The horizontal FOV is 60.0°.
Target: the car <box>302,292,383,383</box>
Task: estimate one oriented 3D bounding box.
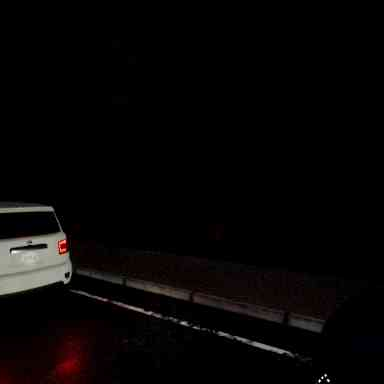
[{"bbox_3d":[3.295,1.222,1.289,5.566,2.045,2.150,0,0,36],"label":"car"}]

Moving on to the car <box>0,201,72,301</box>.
[{"bbox_3d":[-4.994,1.220,7.373,5.566,2.045,2.150,0,0,36],"label":"car"}]
